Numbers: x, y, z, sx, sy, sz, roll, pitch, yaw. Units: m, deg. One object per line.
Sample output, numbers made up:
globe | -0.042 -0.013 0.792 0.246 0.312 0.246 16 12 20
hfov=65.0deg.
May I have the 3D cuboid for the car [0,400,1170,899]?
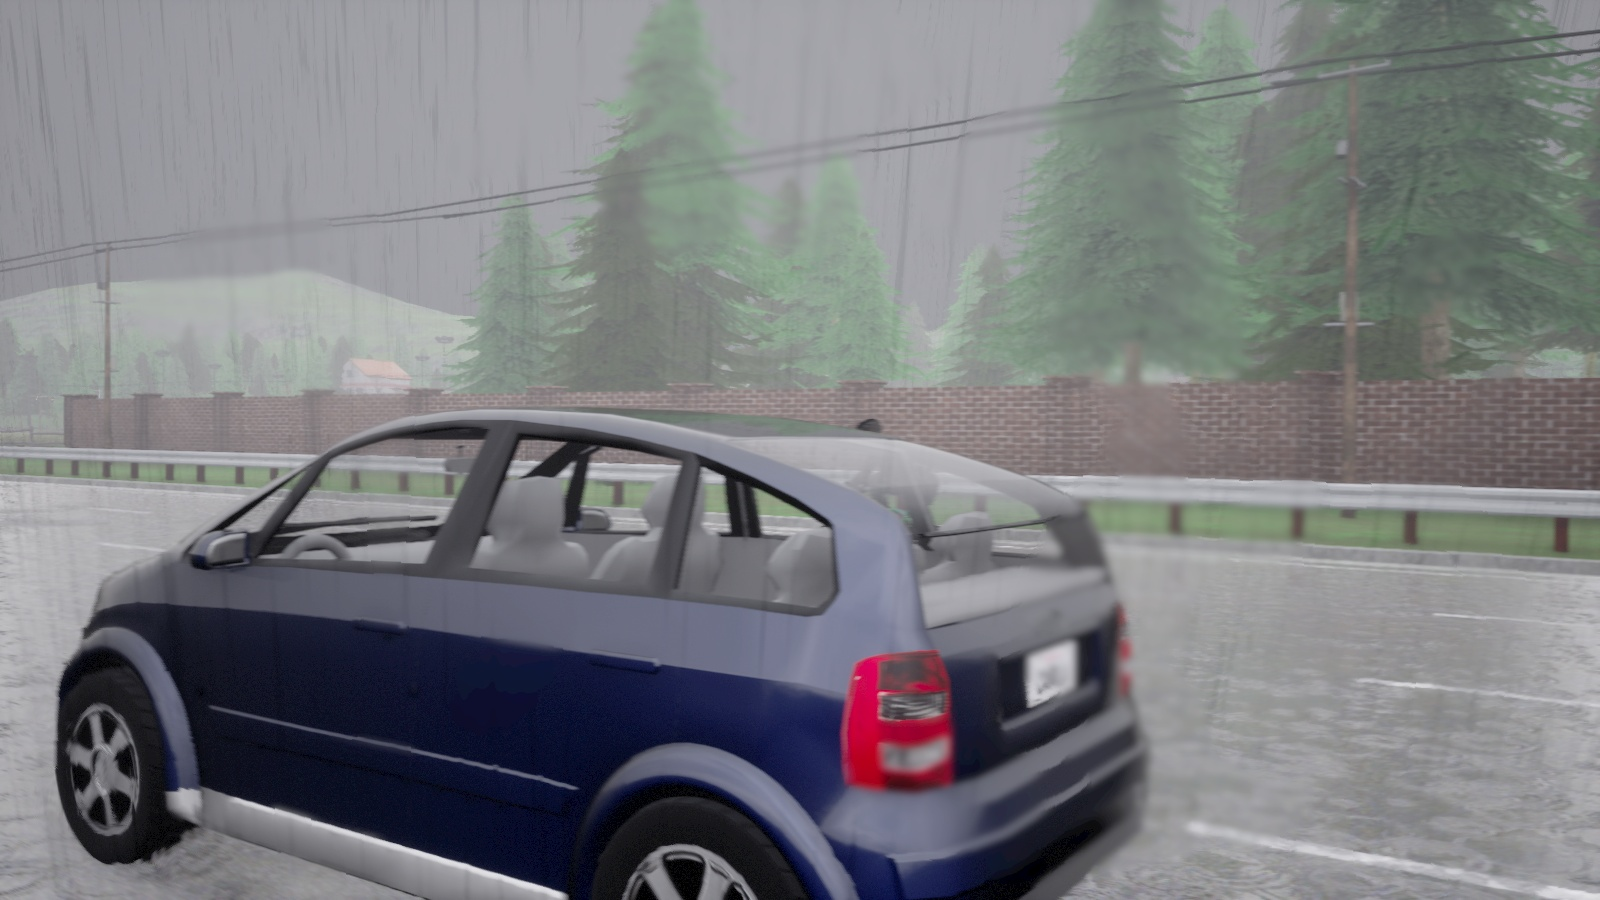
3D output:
car | -0.882 0.661 4.209 3.705 1.549 1.789 0 1 34
